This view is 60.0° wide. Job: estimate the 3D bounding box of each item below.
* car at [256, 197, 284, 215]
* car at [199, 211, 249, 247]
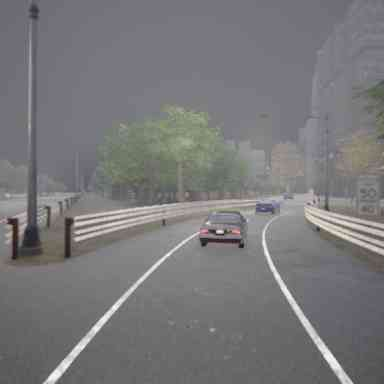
[{"bbox_3d":[8.110,1.521,35.212,1.882,1.535,5.008,0,0,25],"label":"car"},{"bbox_3d":[1.551,1.555,15.097,2.033,1.411,5.357,0,0,11],"label":"car"}]
